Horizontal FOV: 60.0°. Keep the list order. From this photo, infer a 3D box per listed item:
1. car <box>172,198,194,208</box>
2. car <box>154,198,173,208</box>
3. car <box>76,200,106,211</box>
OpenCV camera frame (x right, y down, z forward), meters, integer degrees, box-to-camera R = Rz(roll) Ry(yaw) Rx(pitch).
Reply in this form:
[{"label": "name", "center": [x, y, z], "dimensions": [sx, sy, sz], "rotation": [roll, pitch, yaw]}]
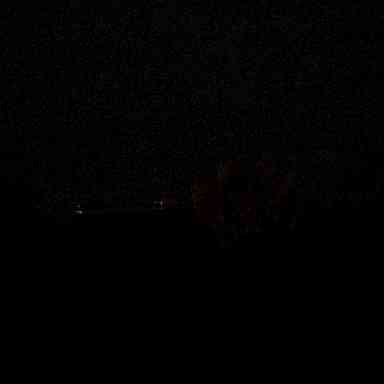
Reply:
[{"label": "car", "center": [-0.644, 2.078, 60.219], "dimensions": [2.033, 1.411, 5.357], "rotation": [-1, -1, 36]}, {"label": "car", "center": [-4.839, 1.918, 60.571], "dimensions": [2.097, 1.767, 4.553], "rotation": [-1, -1, 36]}, {"label": "car", "center": [-14.518, 1.893, 47.251], "dimensions": [1.837, 1.490, 4.892], "rotation": [-1, -1, 36]}]
